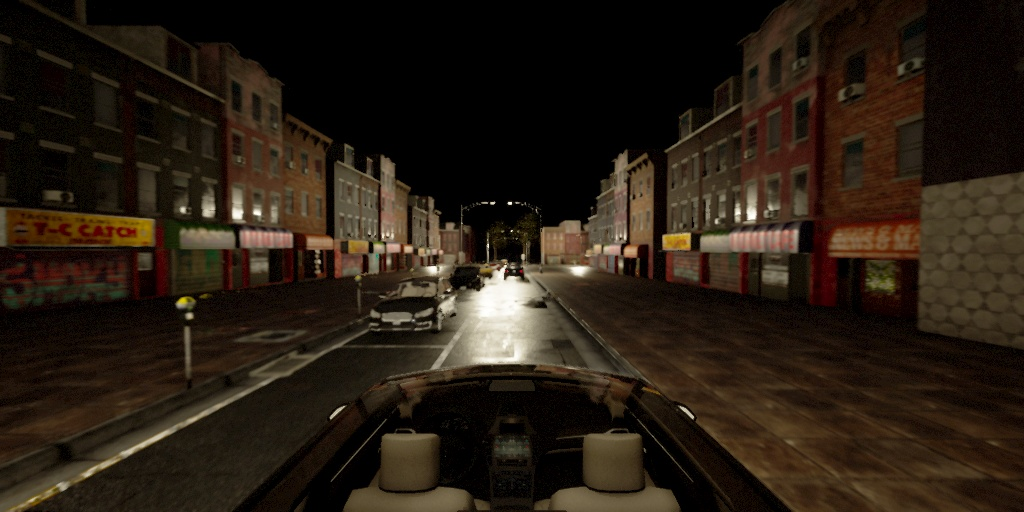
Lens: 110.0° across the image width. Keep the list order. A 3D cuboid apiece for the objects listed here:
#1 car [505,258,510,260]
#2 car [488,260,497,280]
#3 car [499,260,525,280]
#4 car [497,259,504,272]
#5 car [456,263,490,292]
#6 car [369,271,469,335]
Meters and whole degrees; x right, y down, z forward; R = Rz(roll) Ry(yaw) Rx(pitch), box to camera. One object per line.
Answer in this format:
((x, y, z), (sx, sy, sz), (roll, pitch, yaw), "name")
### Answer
((0.230, 1.375, 49.279), (1.837, 1.490, 4.892), (0, 0, 0), "car")
((-2.559, 1.304, 31.998), (1.751, 1.417, 4.829), (0, 0, 0), "car")
((0.187, 1.333, 32.300), (2.033, 1.411, 5.357), (0, 0, 0), "car")
((-2.512, 1.299, 48.507), (1.967, 1.591, 4.097), (0, 0, 0), "car")
((-2.590, 1.315, 21.275), (1.948, 1.339, 4.313), (0, 0, 0), "car")
((-2.621, 1.289, 10.380), (2.007, 1.370, 4.403), (0, 0, 0), "car")
